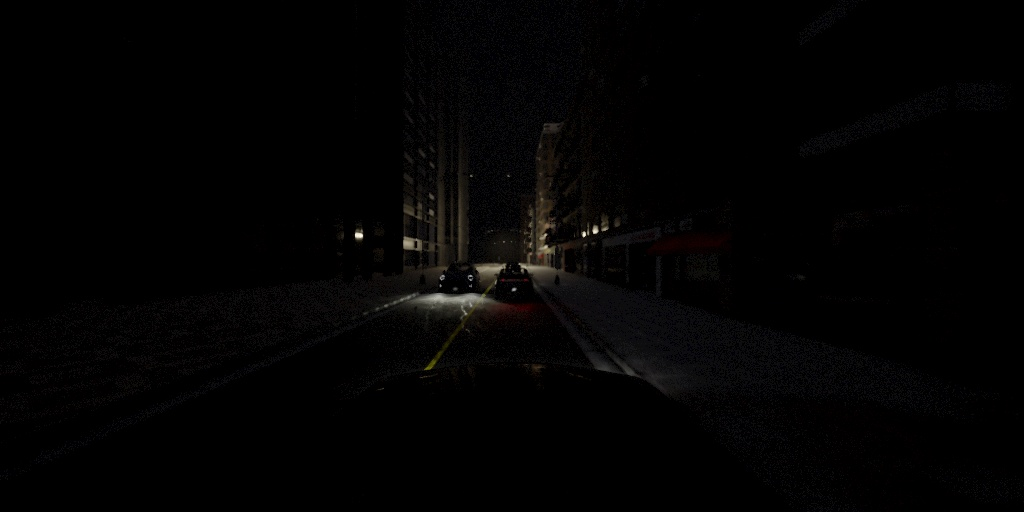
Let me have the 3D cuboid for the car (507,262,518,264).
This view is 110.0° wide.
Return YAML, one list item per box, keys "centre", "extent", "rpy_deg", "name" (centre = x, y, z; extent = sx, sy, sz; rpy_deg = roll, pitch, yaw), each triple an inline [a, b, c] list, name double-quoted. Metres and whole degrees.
- centre: [0.101, 1.487, 42.815]
  extent: [1.837, 1.490, 4.892]
  rpy_deg: [0, 0, 0]
  name: "car"

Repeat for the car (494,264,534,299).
- centre: [0.098, 1.339, 18.806]
  extent: [2.128, 1.511, 4.902]
  rpy_deg: [0, 0, 0]
  name: "car"

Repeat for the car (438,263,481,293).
- centre: [-3.096, 1.215, 21.847]
  extent: [2.097, 1.767, 4.553]
  rpy_deg: [0, 0, 0]
  name: "car"
